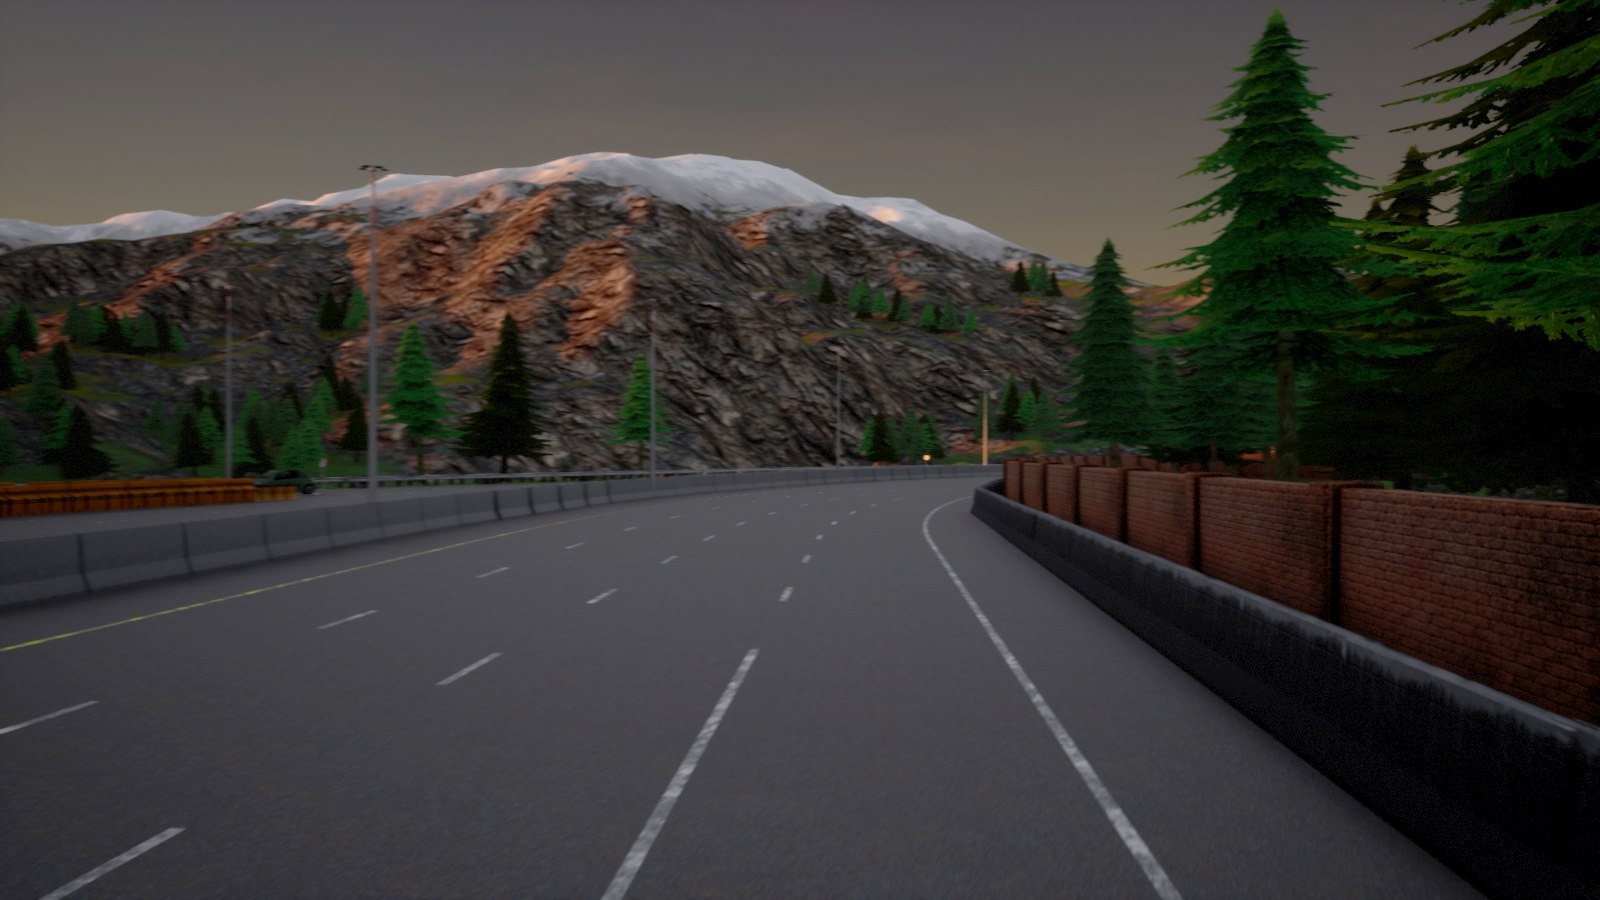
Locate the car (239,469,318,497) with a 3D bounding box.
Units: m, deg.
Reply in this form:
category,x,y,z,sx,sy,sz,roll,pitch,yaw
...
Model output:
category,x,y,z,sx,sy,sz,roll,pitch,yaw
car,-31.770,1.995,69.693,1.851,1.617,3.988,0,0,34
